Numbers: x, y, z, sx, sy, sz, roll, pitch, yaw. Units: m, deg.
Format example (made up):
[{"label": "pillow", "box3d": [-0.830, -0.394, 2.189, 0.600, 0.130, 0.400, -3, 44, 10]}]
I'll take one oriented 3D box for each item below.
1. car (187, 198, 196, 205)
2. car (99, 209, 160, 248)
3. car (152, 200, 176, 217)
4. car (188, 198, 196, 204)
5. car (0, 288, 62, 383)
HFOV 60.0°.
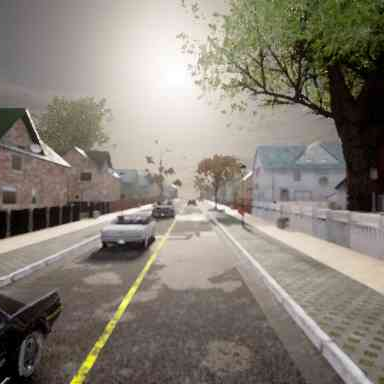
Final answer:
[{"label": "car", "box3d": [-0.055, 2.049, 69.672, 2.033, 1.411, 5.357, 0, -1, 0]}, {"label": "car", "box3d": [-2.811, 1.700, 15.481, 1.895, 1.301, 4.718, 0, 0, 0]}, {"label": "car", "box3d": [-2.777, 1.578, 33.610, 2.097, 1.767, 4.553, 0, 0, 0]}, {"label": "car", "box3d": [-0.062, 2.119, 80.126, 1.895, 1.301, 4.718, 0, -1, 0]}, {"label": "car", "box3d": [-2.846, 1.619, 2.688, 1.895, 1.301, 4.718, 0, 0, 0]}]
